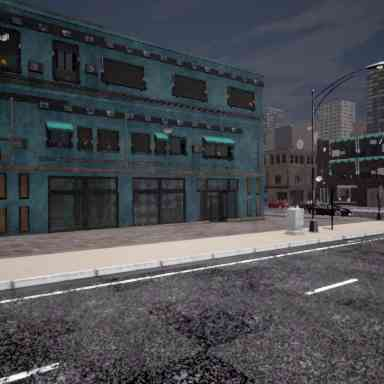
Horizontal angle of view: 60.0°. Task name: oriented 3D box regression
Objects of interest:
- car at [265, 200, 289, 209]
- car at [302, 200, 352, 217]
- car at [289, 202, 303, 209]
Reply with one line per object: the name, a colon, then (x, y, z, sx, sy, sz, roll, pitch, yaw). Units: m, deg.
car: (12.903, 1.900, 50.161, 1.802, 1.307, 4.206, -2, 0, -35)
car: (13.966, 1.811, 33.920, 1.947, 1.339, 4.313, -1, 0, -35)
car: (16.096, 1.806, 45.640, 2.008, 1.369, 4.403, -2, 0, -35)
